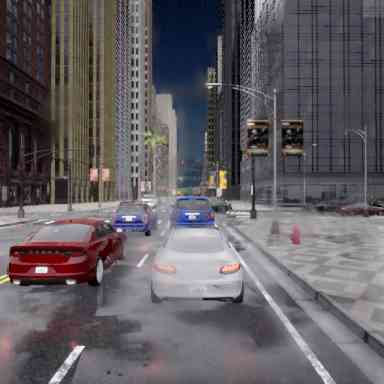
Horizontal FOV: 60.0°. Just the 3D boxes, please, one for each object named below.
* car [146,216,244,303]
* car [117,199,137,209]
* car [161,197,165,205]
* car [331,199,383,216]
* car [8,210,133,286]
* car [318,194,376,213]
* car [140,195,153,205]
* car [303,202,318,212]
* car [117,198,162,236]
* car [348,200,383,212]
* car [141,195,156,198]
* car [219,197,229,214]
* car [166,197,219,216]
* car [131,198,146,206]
[{"bbox_3d":[0.105,1.534,8.073,1.812,1.442,4.674,0,0,0],"label":"car"},{"bbox_3d":[-9.805,1.778,50.931,2.033,1.411,5.357,0,0,0],"label":"car"},{"bbox_3d":[-6.519,1.804,60.684,1.837,1.490,4.892,0,0,1],"label":"car"},{"bbox_3d":[15.340,1.577,30.163,4.206,1.307,1.802,0,0,-1],"label":"car"},{"bbox_3d":[-3.144,1.489,9.445,1.882,1.535,5.008,0,0,0],"label":"car"},{"bbox_3d":[17.161,1.277,35.969,5.566,2.045,2.150,0,-1,-2],"label":"car"},{"bbox_3d":[-9.690,1.609,71.414,2.150,2.045,5.566,0,0,0],"label":"car"},{"bbox_3d":[15.217,1.662,38.687,4.313,1.339,1.947,0,0,-1],"label":"car"},{"bbox_3d":[-3.135,1.391,18.672,2.097,1.767,4.553,0,0,0],"label":"car"},{"bbox_3d":[20.857,1.643,38.770,4.313,1.339,1.947,0,0,-1],"label":"car"},{"bbox_3d":[-6.556,1.452,50.972,2.150,2.045,5.566,0,0,0],"label":"car"},{"bbox_3d":[1.648,1.462,35.708,4.553,1.767,2.097,0,-1,-1],"label":"car"},{"bbox_3d":[0.041,1.257,17.775,2.150,2.045,5.566,0,0,1],"label":"car"},{"bbox_3d":[-9.768,1.826,60.840,1.812,1.442,4.674,0,0,1],"label":"car"}]
